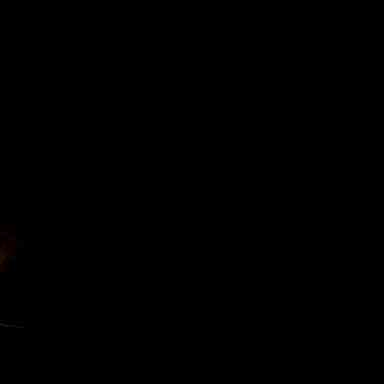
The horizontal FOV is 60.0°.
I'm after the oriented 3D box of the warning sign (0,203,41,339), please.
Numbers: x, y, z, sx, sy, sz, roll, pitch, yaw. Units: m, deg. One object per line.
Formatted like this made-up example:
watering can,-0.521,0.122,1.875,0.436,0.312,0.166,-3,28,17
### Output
warning sign,-3.149,1.119,4.916,1.060,1.860,1.300,0,0,36
